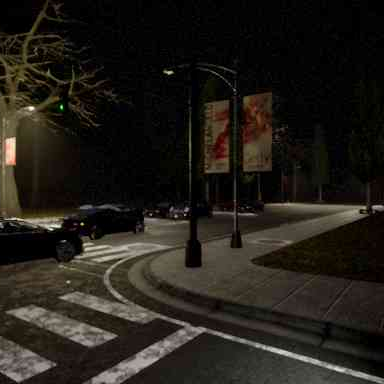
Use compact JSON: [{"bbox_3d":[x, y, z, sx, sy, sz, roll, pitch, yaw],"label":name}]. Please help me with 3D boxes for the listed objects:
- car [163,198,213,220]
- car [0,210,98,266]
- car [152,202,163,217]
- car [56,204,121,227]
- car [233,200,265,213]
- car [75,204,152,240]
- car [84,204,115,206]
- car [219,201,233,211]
[{"bbox_3d":[-0.039,1.464,29.422,2.097,1.767,4.553,0,0,35],"label":"car"},{"bbox_3d":[-5.571,1.496,9.884,2.128,1.511,4.902,0,0,35],"label":"car"},{"bbox_3d":[-2.174,1.656,32.028,2.033,1.411,5.357,0,0,35],"label":"car"},{"bbox_3d":[-7.491,1.626,24.474,1.994,1.385,4.181,0,0,36],"label":"car"},{"bbox_3d":[7.151,1.689,39.660,1.837,1.490,4.892,0,0,35],"label":"car"},{"bbox_3d":[-4.462,1.583,17.138,1.812,1.442,4.674,0,0,35],"label":"car"},{"bbox_3d":[-5.277,1.558,21.957,2.128,1.511,4.902,0,0,35],"label":"car"},{"bbox_3d":[5.352,1.786,42.745,1.895,1.301,4.718,0,0,36],"label":"car"}]
